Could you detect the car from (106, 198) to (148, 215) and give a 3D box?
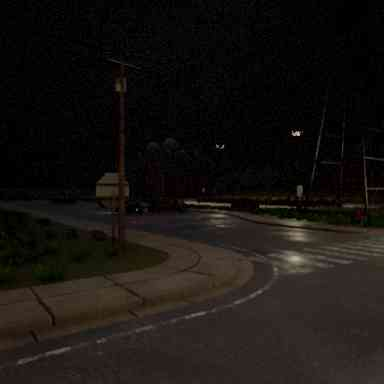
[{"bbox_3d":[-6.652,1.525,33.719,1.812,1.442,4.674,0,0,-37],"label":"car"}]

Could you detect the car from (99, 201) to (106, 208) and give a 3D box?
[{"bbox_3d":[-11.008,1.313,46.285,3.866,1.878,1.905,0,0,-36],"label":"car"}]

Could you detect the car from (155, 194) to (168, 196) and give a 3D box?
[{"bbox_3d":[-6.324,1.310,62.334,4.605,1.855,1.932,0,0,-36],"label":"car"}]

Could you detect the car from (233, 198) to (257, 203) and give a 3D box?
[{"bbox_3d":[7.090,1.520,44.294,3.905,1.438,1.784,0,0,-36],"label":"car"}]

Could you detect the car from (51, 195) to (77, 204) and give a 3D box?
[{"bbox_3d":[-25.296,1.480,65.825,4.611,1.667,2.242,0,0,-36],"label":"car"}]

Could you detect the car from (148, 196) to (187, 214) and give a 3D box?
[{"bbox_3d":[-2.591,1.505,35.737,4.193,1.474,1.816,0,0,-36],"label":"car"}]
